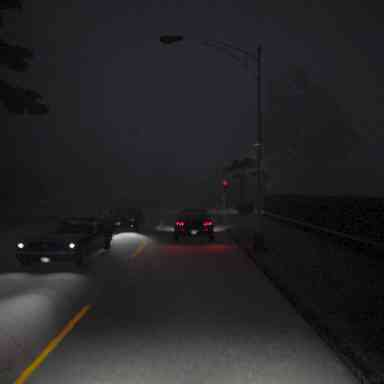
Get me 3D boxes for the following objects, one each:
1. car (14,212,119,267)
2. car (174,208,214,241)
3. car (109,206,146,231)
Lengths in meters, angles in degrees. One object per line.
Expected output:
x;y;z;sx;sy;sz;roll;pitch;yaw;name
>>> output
-4.085;1.589;11.497;1.895;1.301;4.718;0;0;0;car
0.086;1.508;16.405;1.812;1.442;4.674;0;0;0;car
-4.016;1.543;20.211;1.994;1.385;4.181;0;0;0;car
